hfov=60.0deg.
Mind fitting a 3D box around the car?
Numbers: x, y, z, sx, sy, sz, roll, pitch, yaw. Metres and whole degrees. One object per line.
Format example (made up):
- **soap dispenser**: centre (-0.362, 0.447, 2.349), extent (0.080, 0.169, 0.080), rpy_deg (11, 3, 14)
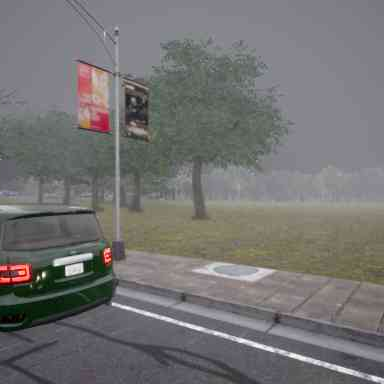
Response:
- **car**: centre (-3.889, 1.235, 6.415), extent (5.566, 2.045, 2.150), rpy_deg (0, 0, 36)
